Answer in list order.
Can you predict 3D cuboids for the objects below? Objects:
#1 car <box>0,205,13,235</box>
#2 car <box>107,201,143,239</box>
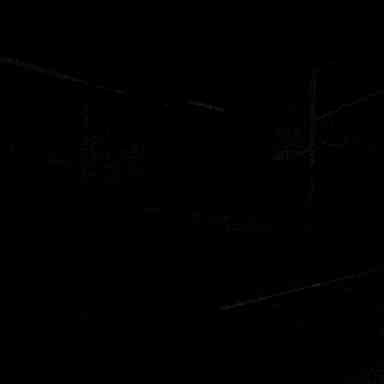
[{"bbox_3d":[-11.438,1.525,18.631,2.242,1.667,4.611,1,0,-36],"label":"car"},{"bbox_3d":[-4.309,1.456,18.369,1.905,1.878,3.866,1,0,-36],"label":"car"}]
